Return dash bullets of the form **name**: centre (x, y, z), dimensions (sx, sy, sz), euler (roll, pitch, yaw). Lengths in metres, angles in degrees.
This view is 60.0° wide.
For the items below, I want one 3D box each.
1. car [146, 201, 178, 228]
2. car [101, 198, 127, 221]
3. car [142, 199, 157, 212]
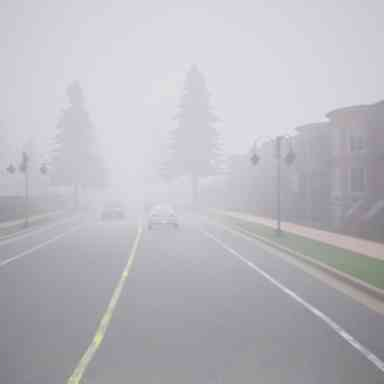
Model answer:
- **car**: centre (-1.995, 1.563, 22.267), dimensions (1.812, 1.442, 4.674), euler (0, 0, -7)
- **car**: centre (-6.689, 1.587, 28.822), dimensions (1.837, 1.490, 4.892), euler (0, 0, -9)
- **car**: centre (-4.982, 1.570, 40.143), dimensions (2.128, 1.511, 4.902), euler (0, 0, -11)
